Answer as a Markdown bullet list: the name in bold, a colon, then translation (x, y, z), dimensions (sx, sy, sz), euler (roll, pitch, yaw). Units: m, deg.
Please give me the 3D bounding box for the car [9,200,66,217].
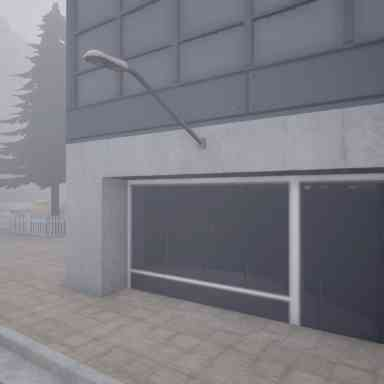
- **car**: translation (-13.847, 1.493, 30.159), dimensions (1.882, 1.535, 5.008), euler (0, 0, 34)
